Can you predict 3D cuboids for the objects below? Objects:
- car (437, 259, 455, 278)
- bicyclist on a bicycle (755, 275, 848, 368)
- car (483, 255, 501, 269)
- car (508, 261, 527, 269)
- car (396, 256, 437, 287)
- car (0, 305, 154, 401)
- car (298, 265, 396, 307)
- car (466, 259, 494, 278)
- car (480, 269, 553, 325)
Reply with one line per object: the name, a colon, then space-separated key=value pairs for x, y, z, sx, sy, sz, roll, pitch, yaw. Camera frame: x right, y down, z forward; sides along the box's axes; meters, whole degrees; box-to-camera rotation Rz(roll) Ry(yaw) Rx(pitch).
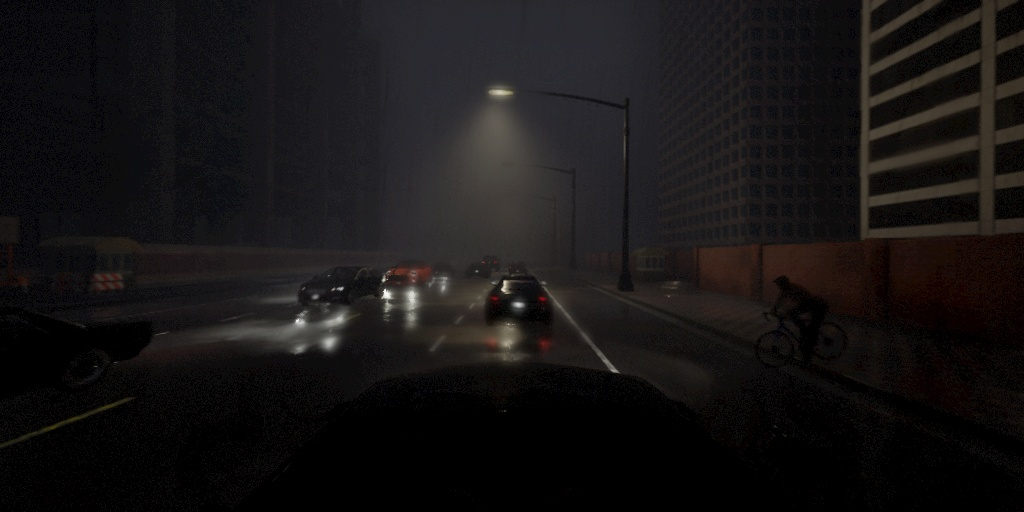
car: x=-6.572 y=1.255 z=33.471 sx=1.994 sy=1.385 sz=4.181 roll=0 pitch=0 yaw=2
bicyclist on a bicycle: x=5.097 y=1.144 z=6.409 sx=1.656 sy=1.620 sz=0.582 roll=-9 pitch=0 yaw=1
car: x=-2.776 y=0.938 z=47.990 sx=2.150 sy=2.045 sz=5.566 roll=0 pitch=0 yaw=1
car: x=0.613 y=1.268 z=37.886 sx=1.812 sy=1.442 sz=4.674 roll=0 pitch=0 yaw=1
car: x=-6.699 y=1.057 z=23.616 sx=2.097 sy=1.767 sz=4.553 roll=0 pitch=0 yaw=1
car: x=-7.096 y=1.297 z=3.875 sx=1.895 sy=1.301 sz=4.718 roll=0 pitch=0 yaw=1
car: x=-6.924 y=1.186 z=15.130 sx=2.128 sy=1.511 sz=4.902 roll=0 pitch=0 yaw=1
car: x=-2.999 y=1.282 z=32.855 sx=1.994 sy=1.385 sz=4.181 roll=0 pitch=0 yaw=1
car: x=0.221 y=1.312 z=11.781 sx=1.994 sy=1.385 sz=4.181 roll=0 pitch=0 yaw=1
